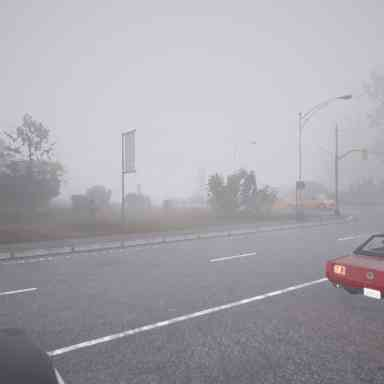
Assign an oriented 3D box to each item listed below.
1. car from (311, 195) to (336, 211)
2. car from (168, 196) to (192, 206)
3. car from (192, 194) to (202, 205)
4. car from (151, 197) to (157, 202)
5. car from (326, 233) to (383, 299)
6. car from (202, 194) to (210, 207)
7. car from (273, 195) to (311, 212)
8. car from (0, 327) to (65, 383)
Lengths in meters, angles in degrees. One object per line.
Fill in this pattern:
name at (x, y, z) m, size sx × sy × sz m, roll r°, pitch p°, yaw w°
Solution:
car at (13.785, 1.121, 37.284) m, size 2.097 × 1.767 × 4.553 m, roll -1°, pitch 0°, yaw -39°
car at (-2.403, 1.372, 51.789) m, size 1.994 × 1.385 × 4.181 m, roll -1°, pitch 0°, yaw -39°
car at (1.447, 1.130, 52.594) m, size 2.097 × 1.767 × 4.553 m, roll -1°, pitch 0°, yaw -39°
car at (-8.672, 1.406, 65.303) m, size 1.895 × 1.301 × 4.718 m, roll -1°, pitch 0°, yaw -39°
car at (5.133, 1.569, 7.433) m, size 4.718 × 1.301 × 1.895 m, roll 0°, pitch 0°, yaw -36°
car at (3.974, 1.281, 43.872) m, size 1.882 × 1.535 × 5.008 m, roll -1°, pitch 0°, yaw -39°
car at (9.948, 1.276, 36.466) m, size 1.882 × 1.535 × 5.008 m, roll -1°, pitch 0°, yaw -39°
car at (-3.040, 1.601, 1.565) m, size 4.718 × 1.301 × 1.895 m, roll 0°, pitch 0°, yaw -36°
